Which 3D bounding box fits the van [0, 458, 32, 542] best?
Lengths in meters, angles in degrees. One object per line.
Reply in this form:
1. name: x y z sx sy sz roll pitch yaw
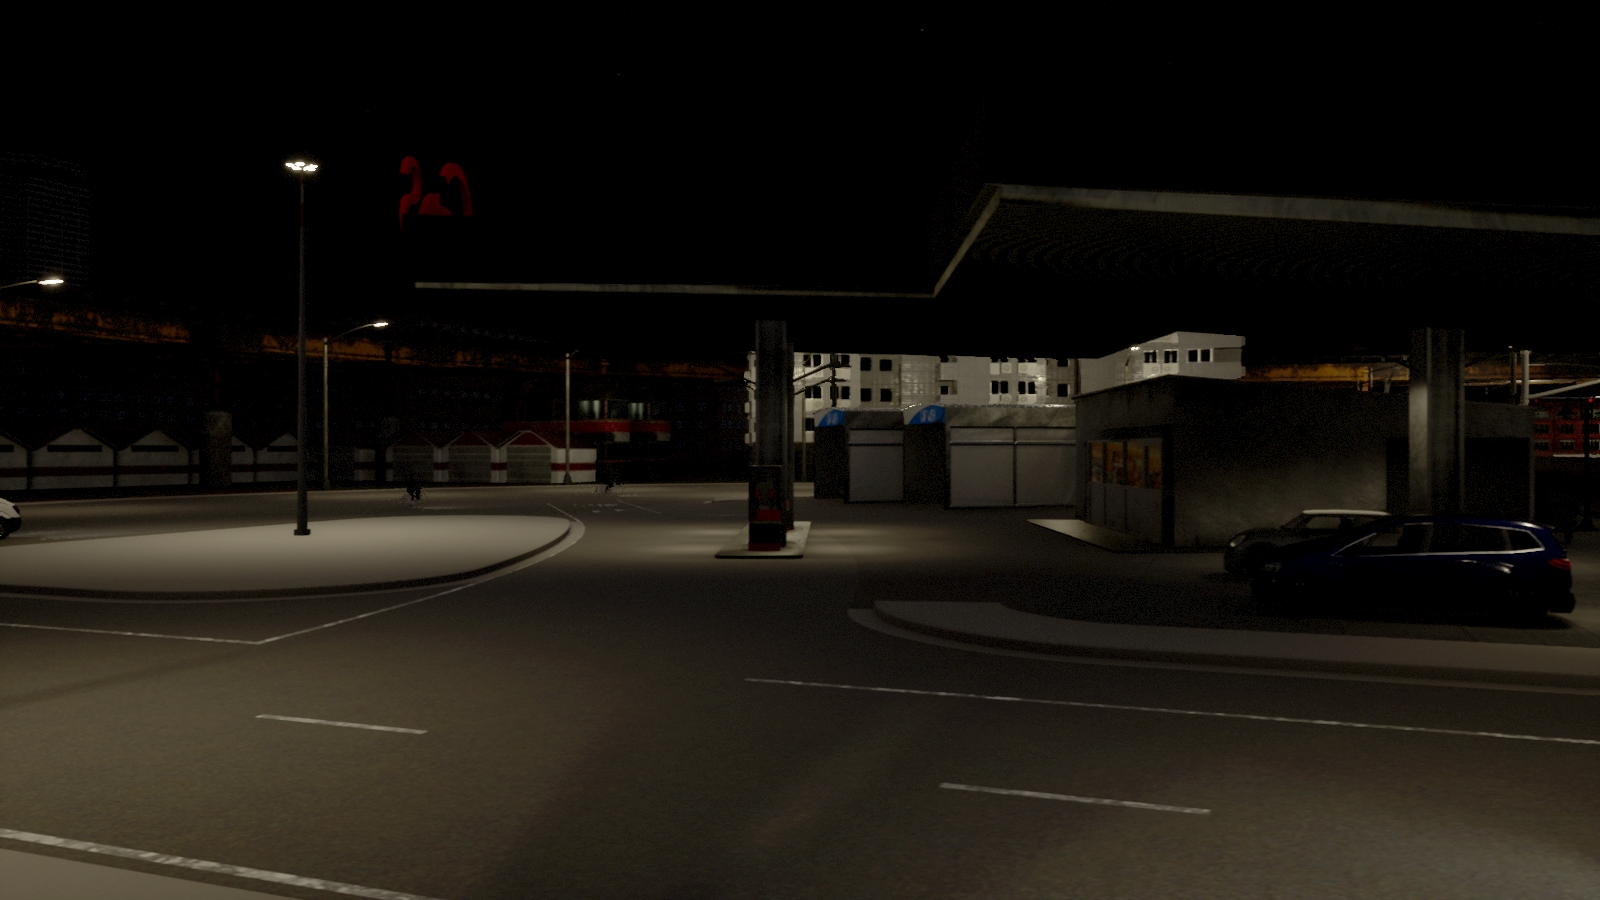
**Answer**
1. van: -26.151 1.539 33.562 1.988 2.561 5.915 0 0 20
